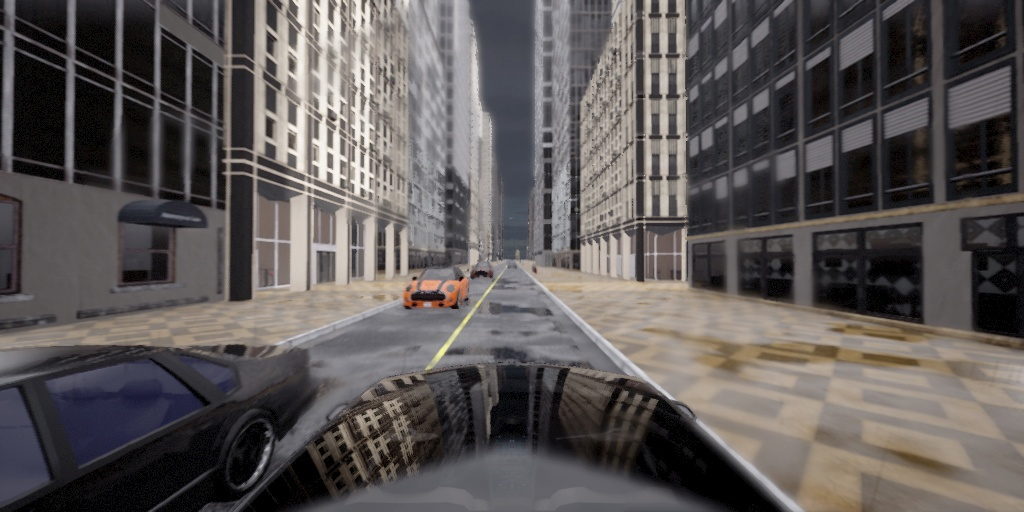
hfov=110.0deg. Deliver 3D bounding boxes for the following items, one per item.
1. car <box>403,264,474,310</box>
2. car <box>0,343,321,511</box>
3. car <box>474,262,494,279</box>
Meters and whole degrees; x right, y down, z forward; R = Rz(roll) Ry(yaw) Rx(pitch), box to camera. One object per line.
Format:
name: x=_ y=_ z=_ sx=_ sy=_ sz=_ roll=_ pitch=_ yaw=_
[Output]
car: x=-3.072 y=1.227 z=15.345 sx=2.097 sy=1.767 sz=4.553 roll=0 pitch=-1 yaw=0
car: x=-3.098 y=1.297 z=1.718 sx=2.033 sy=1.411 sz=5.357 roll=0 pitch=-1 yaw=0
car: x=-2.999 y=1.424 z=37.261 sx=2.097 sy=1.767 sz=4.553 roll=0 pitch=0 yaw=1
